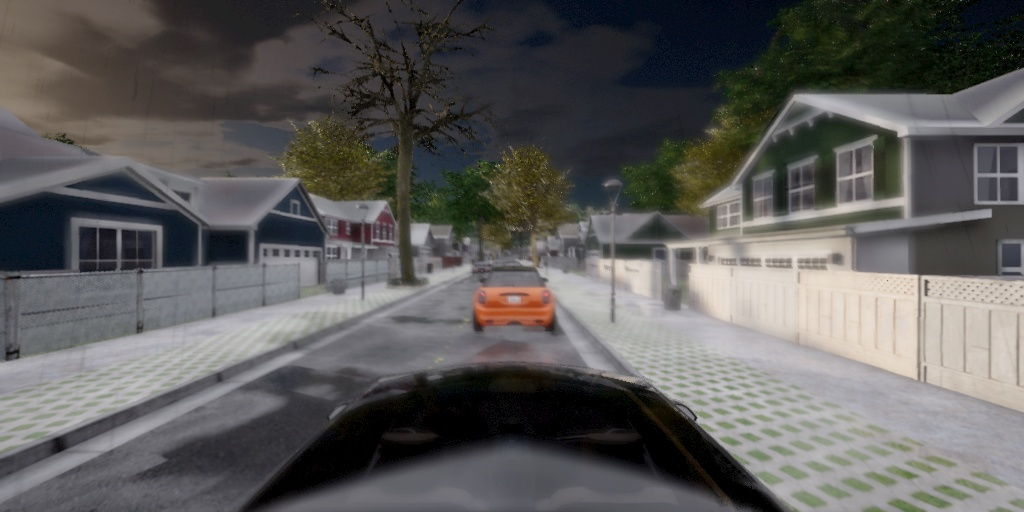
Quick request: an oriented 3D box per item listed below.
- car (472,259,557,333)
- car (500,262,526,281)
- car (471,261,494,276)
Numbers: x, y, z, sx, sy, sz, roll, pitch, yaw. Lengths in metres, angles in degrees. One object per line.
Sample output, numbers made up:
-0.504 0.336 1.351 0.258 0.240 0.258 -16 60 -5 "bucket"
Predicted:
0.074 1.079 10.815 2.097 1.767 4.553 0 0 0 "car"
0.082 1.233 30.358 2.033 1.411 5.357 0 0 0 "car"
-2.859 1.239 36.018 1.994 1.385 4.181 0 0 0 "car"
